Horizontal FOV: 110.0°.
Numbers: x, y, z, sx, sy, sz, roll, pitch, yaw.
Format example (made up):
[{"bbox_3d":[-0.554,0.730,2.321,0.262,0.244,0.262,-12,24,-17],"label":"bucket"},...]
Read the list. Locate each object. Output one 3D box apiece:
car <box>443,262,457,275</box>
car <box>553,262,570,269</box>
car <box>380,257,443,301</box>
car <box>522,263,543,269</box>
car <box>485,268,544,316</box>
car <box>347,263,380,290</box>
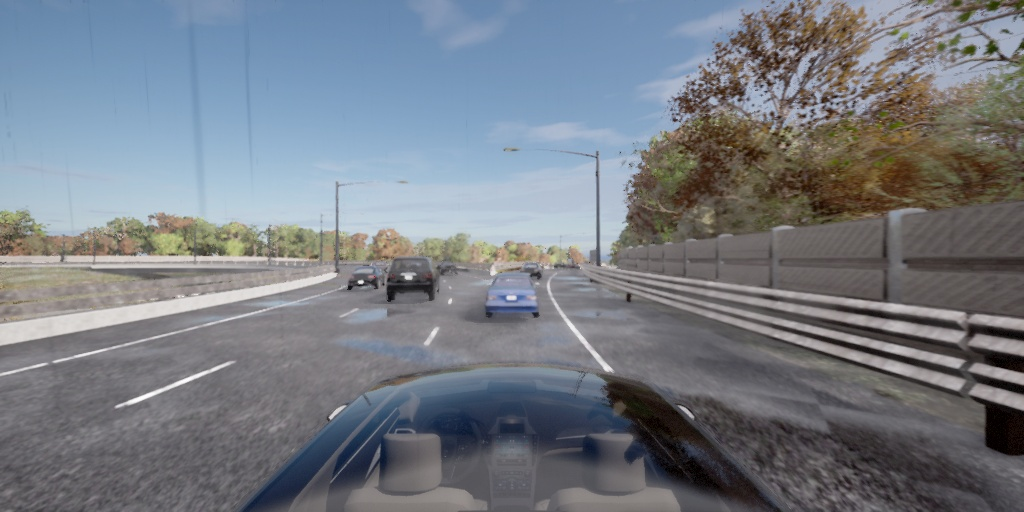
[{"bbox_3d":[-7.653,1.432,41.753,1.837,1.490,4.892,0,0,-21],"label":"car"},{"bbox_3d":[8.485,1.621,62.879,1.895,1.301,4.718,0,-1,15],"label":"car"},{"bbox_3d":[-4.885,1.053,18.260,2.150,2.045,5.566,0,0,-8],"label":"car"},{"bbox_3d":[1.853,1.374,33.120,1.812,1.442,4.674,0,0,8],"label":"car"},{"bbox_3d":[0.070,1.338,13.477,2.033,1.411,5.357,0,0,2],"label":"car"},{"bbox_3d":[-9.496,1.398,23.625,1.812,1.442,4.674,0,0,-12],"label":"car"}]
